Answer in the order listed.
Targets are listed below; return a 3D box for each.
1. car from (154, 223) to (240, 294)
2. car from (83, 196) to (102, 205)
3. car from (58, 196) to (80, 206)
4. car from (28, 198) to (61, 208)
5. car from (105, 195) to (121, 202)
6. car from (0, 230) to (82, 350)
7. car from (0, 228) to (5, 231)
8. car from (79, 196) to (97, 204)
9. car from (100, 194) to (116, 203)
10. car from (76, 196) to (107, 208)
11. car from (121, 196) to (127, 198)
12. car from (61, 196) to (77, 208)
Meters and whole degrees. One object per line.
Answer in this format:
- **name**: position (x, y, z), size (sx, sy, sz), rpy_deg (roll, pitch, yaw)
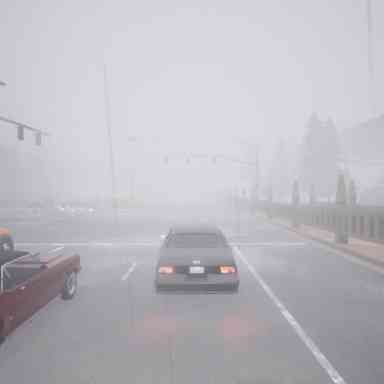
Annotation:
- **car**: position (0.089, 1.547, 8.910), size (2.033, 1.411, 5.357), rpy_deg (0, 0, 0)
- **car**: position (-17.638, 1.478, 59.395), size (1.882, 1.535, 5.008), rpy_deg (0, 0, 0)
- **car**: position (-21.143, 1.478, 57.218), size (1.882, 1.535, 5.008), rpy_deg (0, 0, 0)
- **car**: position (-21.157, 1.547, 47.347), size (2.033, 1.411, 5.357), rpy_deg (0, 0, 0)
- **car**: position (-14.147, 1.601, 57.310), size (1.895, 1.301, 4.718), rpy_deg (0, 0, 0)
- **car**: position (-3.406, 1.601, 5.453), size (1.895, 1.301, 4.718), rpy_deg (0, 0, 0)
- **car**: position (-6.911, 1.352, 9.116), size (2.097, 1.767, 4.553), rpy_deg (0, 0, 0)
- **car**: position (-21.085, 1.525, 67.558), size (2.128, 1.511, 4.902), rpy_deg (0, 0, 0)
- **car**: position (-17.587, 1.355, 69.694), size (2.097, 1.767, 4.553), rpy_deg (0, 0, 0)
- **car**: position (-14.157, 1.547, 47.238), size (2.033, 1.411, 5.357), rpy_deg (0, 0, 0)
- **car**: position (-14.086, 1.491, 67.754), size (2.128, 1.511, 4.902), rpy_deg (0, 0, 0)
- **car**: position (-17.641, 1.526, 49.360), size (1.812, 1.442, 4.674), rpy_deg (0, 0, 0)
